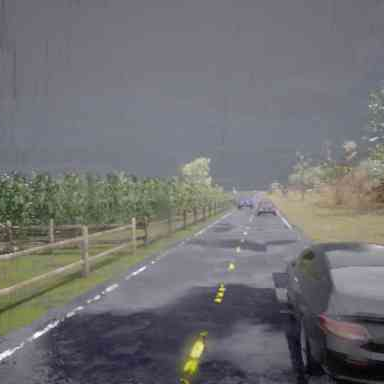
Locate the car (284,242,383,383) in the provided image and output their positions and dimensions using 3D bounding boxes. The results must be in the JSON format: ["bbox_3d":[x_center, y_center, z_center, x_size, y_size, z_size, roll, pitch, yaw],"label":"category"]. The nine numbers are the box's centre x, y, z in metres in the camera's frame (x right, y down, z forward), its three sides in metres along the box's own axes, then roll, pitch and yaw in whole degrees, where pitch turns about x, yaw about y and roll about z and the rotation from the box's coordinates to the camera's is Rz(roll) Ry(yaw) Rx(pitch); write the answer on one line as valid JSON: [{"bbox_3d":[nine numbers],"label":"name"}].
[{"bbox_3d":[2.530,1.516,5.266,1.812,1.442,4.674,-2,-1,12],"label":"car"}]

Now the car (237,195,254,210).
[{"bbox_3d":[7.949,1.529,49.339,2.150,2.045,5.566,-2,-1,12],"label":"car"}]

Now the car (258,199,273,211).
[{"bbox_3d":[9.918,1.715,45.205,1.837,1.490,4.892,-2,0,12],"label":"car"}]

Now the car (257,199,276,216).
[{"bbox_3d":[7.803,1.710,34.757,2.033,1.411,5.357,-2,-1,12],"label":"car"}]
